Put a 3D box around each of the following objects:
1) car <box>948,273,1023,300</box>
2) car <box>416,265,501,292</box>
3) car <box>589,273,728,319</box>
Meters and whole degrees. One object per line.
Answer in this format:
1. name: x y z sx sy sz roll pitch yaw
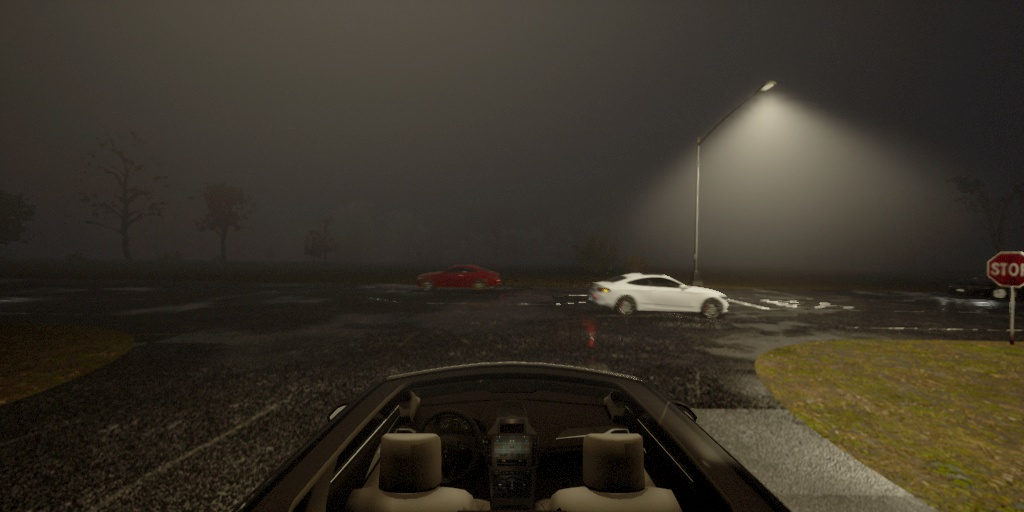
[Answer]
1. car: 26.684 1.551 19.268 5.008 1.535 1.882 0 1 2
2. car: -2.976 1.212 20.109 4.674 1.442 1.812 0 1 2
3. car: 5.148 1.347 12.874 4.674 1.442 1.812 1 0 2
